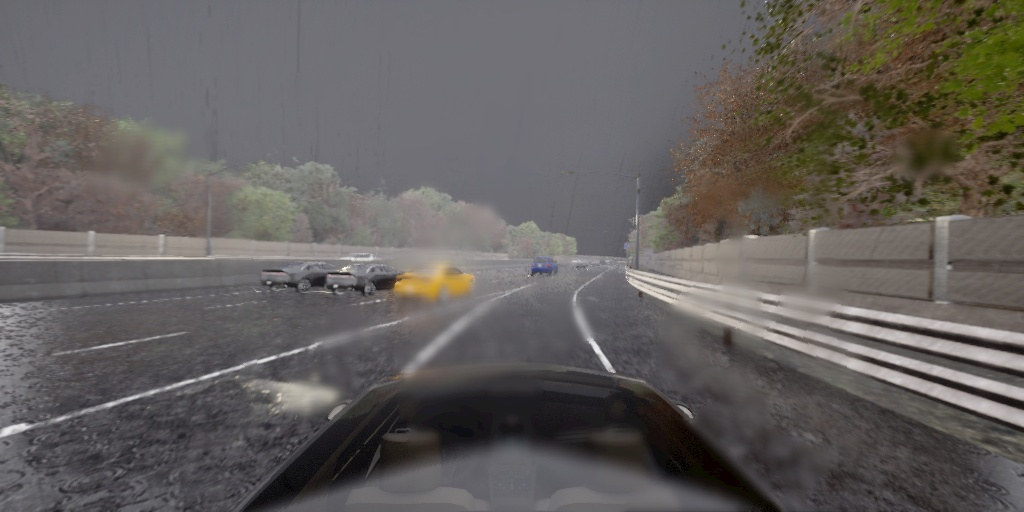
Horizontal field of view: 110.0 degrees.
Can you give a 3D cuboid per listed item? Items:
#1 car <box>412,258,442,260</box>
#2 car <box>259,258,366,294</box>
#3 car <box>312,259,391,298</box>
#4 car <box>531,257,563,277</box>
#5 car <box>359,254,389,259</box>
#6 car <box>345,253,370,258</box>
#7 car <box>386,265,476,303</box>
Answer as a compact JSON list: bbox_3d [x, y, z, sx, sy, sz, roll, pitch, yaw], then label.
[{"bbox_3d":[-11.686,1.098,48.476,1.837,1.490,4.892,1,0,18],"label":"car"},{"bbox_3d":[-10.046,1.009,18.179,2.128,1.511,4.902,1,0,17],"label":"car"},{"bbox_3d":[-6.657,1.085,17.295,2.128,1.511,4.902,1,0,17],"label":"car"},{"bbox_3d":[3.604,1.125,38.549,2.150,2.045,5.566,1,0,17],"label":"car"},{"bbox_3d":[-18.479,0.925,50.170,1.882,1.535,5.008,1,0,18],"label":"car"},{"bbox_3d":[-21.961,0.592,50.721,2.150,2.045,5.566,1,0,18],"label":"car"},{"bbox_3d":[-3.265,1.148,16.382,1.882,1.535,5.008,1,0,17],"label":"car"}]
